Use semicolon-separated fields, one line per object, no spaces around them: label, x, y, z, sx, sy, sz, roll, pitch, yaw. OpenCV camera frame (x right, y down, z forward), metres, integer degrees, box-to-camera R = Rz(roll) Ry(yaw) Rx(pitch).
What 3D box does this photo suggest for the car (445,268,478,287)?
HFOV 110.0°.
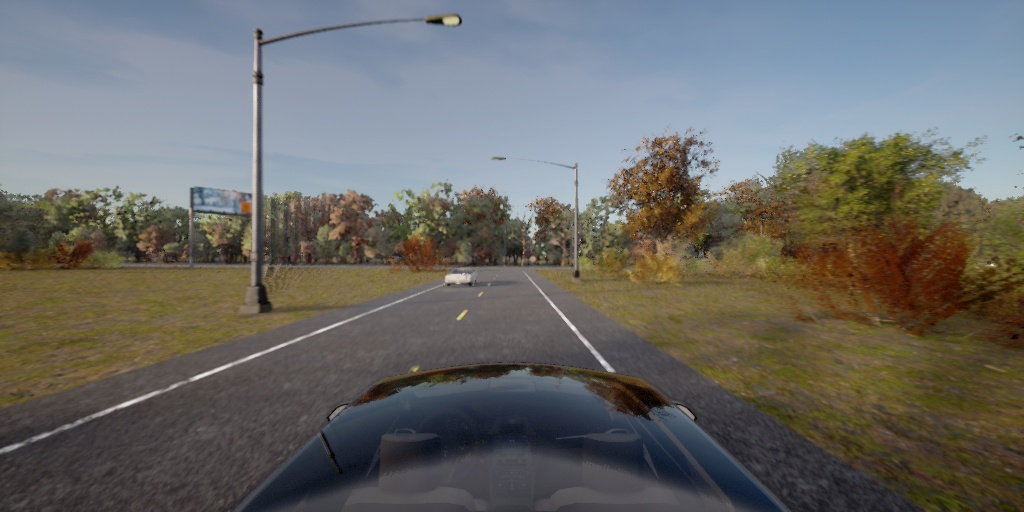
car;-3.593;1.520;26.117;1.895;1.301;4.718;0;0;0
